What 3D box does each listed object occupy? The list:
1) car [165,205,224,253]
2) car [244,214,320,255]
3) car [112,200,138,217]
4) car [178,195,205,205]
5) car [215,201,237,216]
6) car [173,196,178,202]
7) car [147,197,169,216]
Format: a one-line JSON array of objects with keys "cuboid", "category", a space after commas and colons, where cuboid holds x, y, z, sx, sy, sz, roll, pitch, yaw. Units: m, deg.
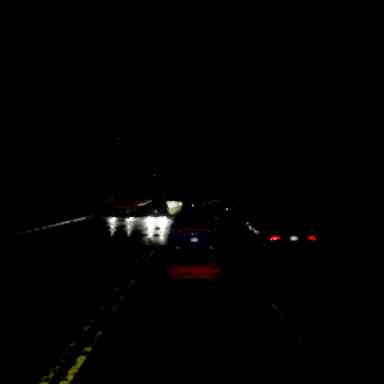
[{"cuboid": [0.091, 1.508, 13.975, 1.882, 1.535, 5.008, 0, 0, 0], "category": "car"}, {"cuboid": [3.345, 1.577, 13.393, 2.033, 1.411, 5.357, 0, 0, 0], "category": "car"}, {"cuboid": [-6.600, 1.547, 33.036, 1.882, 1.535, 5.008, 0, 0, 0], "category": "car"}, {"cuboid": [0.096, 1.290, 32.402, 2.150, 2.045, 5.566, 0, 0, 0], "category": "car"}, {"cuboid": [3.346, 1.636, 33.840, 1.994, 1.385, 4.181, 0, 0, 0], "category": "car"}, {"cuboid": [-3.256, 1.667, 75.585, 1.895, 1.301, 4.718, 0, 0, 0], "category": "car"}, {"cuboid": [-3.349, 1.563, 33.396, 2.128, 1.511, 4.902, 0, 0, 0], "category": "car"}]
